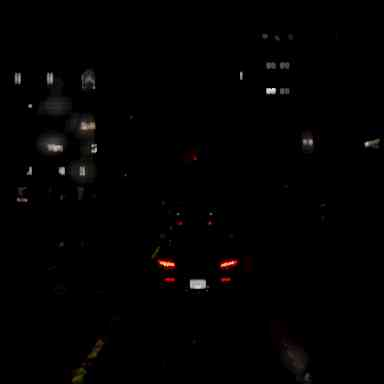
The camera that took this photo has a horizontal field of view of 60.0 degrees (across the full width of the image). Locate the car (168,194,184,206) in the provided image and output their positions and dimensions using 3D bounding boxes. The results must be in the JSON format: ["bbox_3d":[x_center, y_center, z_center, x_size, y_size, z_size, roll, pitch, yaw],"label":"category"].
[{"bbox_3d":[-2.710,1.488,52.888,1.837,1.490,4.892,0,0,0],"label":"car"}]

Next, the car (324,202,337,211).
[{"bbox_3d":[16.692,1.320,34.549,5.357,1.411,2.033,-1,0,1],"label":"car"}]

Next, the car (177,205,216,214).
[{"bbox_3d":[0.132,1.562,17.184,1.994,1.385,4.181,0,0,0],"label":"car"}]

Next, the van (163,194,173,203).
[{"bbox_3d":[-5.151,1.311,71.686,1.690,1.788,3.998,0,0,0],"label":"van"}]

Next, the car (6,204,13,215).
[{"bbox_3d":[-20.474,1.705,31.968,5.008,1.535,1.882,-1,0,1],"label":"car"}]

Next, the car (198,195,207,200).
[{"bbox_3d":[2.767,1.506,88.325,2.008,1.369,4.403,0,0,0],"label":"car"}]

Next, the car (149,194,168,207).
[{"bbox_3d":[-5.202,1.301,49.478,2.192,1.841,5.009,0,0,0],"label":"car"}]

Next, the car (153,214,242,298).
[{"bbox_3d":[0.121,1.525,8.412,1.812,1.442,4.674,0,0,0],"label":"car"}]

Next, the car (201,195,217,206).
[{"bbox_3d":[2.678,1.552,49.461,1.947,1.339,4.313,0,0,0],"label":"car"}]

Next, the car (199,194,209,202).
[{"bbox_3d":[2.704,1.560,60.565,1.802,1.307,4.206,0,0,0],"label":"car"}]

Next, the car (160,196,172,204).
[{"bbox_3d":[-5.164,1.519,66.135,1.887,1.381,4.507,0,0,0],"label":"car"}]

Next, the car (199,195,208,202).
[{"bbox_3d":[2.742,1.405,77.221,1.967,1.590,4.097,0,0,0],"label":"car"}]

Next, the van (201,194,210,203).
[{"bbox_3d":[2.717,1.315,66.117,1.690,1.788,3.998,0,0,0],"label":"van"}]

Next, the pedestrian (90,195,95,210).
[{"bbox_3d":[-12.060,1.279,40.244,0.375,1.860,0.375,0,1,1],"label":"pedestrian"}]

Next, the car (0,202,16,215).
[{"bbox_3d":[-22.378,1.842,37.397,4.206,1.307,1.802,-1,1,1],"label":"car"}]

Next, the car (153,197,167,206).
[{"bbox_3d":[-5.189,1.527,55.030,1.887,1.381,4.507,0,0,0],"label":"car"}]
